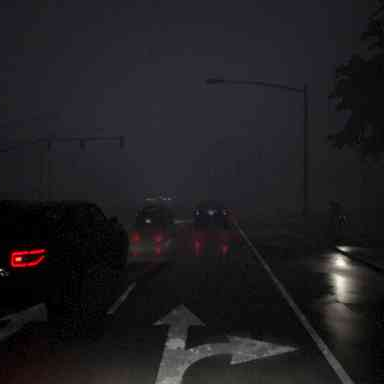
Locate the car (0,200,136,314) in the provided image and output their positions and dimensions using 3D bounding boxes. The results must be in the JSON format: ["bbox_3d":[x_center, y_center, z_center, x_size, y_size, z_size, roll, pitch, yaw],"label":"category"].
[{"bbox_3d":[-3.151,1.188,7.724,2.150,2.045,5.566,0,0,5],"label":"car"}]

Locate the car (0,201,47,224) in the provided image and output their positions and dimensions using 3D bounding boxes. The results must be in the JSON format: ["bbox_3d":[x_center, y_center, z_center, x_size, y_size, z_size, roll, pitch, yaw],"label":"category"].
[{"bbox_3d":[-12.718,1.418,24.477,1.812,1.442,4.674,0,0,3],"label":"car"}]

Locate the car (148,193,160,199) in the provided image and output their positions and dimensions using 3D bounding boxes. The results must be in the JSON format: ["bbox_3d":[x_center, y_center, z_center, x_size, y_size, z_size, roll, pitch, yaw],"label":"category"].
[{"bbox_3d":[-9.465,0.922,81.154,2.128,1.511,4.902,0,1,3],"label":"car"}]

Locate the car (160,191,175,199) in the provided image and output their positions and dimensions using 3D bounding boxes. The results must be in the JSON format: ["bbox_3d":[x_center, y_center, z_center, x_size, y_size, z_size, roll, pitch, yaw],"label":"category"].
[{"bbox_3d":[-5.967,0.953,81.032,1.994,1.385,4.181,0,1,3],"label":"car"}]

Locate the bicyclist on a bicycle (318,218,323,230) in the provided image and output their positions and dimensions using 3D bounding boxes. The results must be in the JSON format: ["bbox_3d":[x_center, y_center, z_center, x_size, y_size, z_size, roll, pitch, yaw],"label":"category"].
[{"bbox_3d":[7.607,1.246,17.790,1.656,1.620,0.582,0,0,11],"label":"bicyclist on a bicycle"}]

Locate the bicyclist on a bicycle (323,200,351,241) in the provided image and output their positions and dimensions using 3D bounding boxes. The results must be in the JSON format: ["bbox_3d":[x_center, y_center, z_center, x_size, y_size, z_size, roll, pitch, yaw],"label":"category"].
[{"bbox_3d":[6.325,1.255,14.495,0.582,1.620,1.656,0,0,9],"label":"bicyclist on a bicycle"}]

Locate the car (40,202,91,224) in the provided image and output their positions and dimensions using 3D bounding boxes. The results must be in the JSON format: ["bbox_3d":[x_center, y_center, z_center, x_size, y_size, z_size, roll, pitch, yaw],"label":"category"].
[{"bbox_3d":[-9.205,1.465,24.545,1.994,1.385,4.181,0,0,3],"label":"car"}]

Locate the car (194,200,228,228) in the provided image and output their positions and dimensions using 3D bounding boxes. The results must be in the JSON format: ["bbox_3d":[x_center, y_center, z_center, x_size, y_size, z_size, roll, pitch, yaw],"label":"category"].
[{"bbox_3d":[1.248,1.272,21.789,2.097,1.767,4.553,0,0,3],"label":"car"}]

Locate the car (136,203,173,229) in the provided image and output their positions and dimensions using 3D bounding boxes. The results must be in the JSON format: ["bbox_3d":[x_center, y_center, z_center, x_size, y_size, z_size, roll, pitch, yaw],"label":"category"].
[{"bbox_3d":[-2.295,1.444,20.924,1.812,1.442,4.674,0,0,4],"label":"car"}]
